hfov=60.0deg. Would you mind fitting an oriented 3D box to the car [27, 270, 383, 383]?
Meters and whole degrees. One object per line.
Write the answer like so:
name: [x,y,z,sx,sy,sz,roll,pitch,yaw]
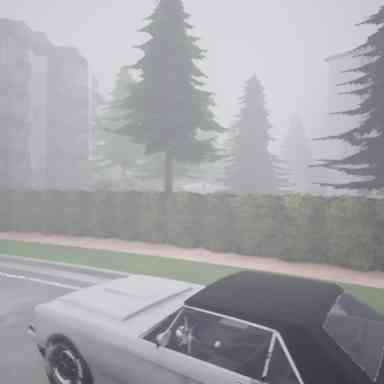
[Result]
car: [0.412,1.555,3.432,4.718,1.301,1.895,1,1,33]
